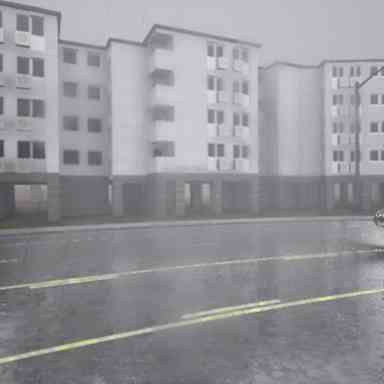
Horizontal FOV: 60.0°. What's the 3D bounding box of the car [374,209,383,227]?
[{"bbox_3d":[12.377,1.122,18.025,4.553,1.767,2.097,-1,0,-6],"label":"car"}]
